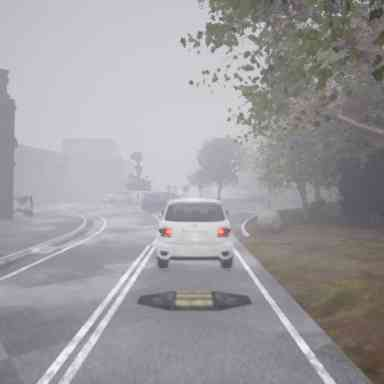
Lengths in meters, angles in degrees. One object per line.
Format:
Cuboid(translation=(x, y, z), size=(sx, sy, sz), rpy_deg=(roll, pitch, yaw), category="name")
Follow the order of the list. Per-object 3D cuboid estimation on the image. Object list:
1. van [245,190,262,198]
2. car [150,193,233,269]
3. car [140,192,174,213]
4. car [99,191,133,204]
Cuboid(translation=(18.058, 0.806, 93.488), size=(4.442, 1.987, 1.878), rpy_deg=(0, 1, 1), category="van")
Cuboid(translation=(0.097, 1.195, 11.243), size=(2.150, 2.045, 5.566), rpy_deg=(0, 0, 1), category="car")
Cuboid(translation=(-2.152, 0.998, 31.854), size=(5.566, 2.045, 2.150), rpy_deg=(-2, -1, 5), category="car")
Cuboid(translation=(-11.880, 0.787, 52.288), size=(2.150, 2.045, 5.566), rpy_deg=(-1, -1, 38), category="car")
